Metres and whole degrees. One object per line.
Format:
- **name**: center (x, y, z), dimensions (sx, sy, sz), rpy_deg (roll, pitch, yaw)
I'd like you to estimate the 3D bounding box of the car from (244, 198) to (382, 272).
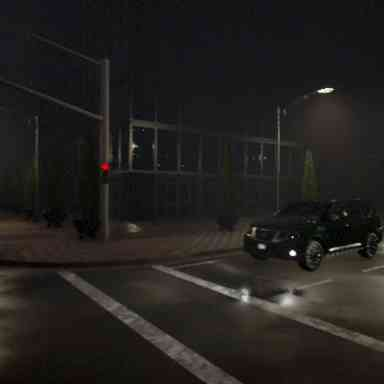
- **car**: center (4.287, 1.250, 11.338), dimensions (5.566, 2.045, 2.150), rpy_deg (0, 0, -36)
